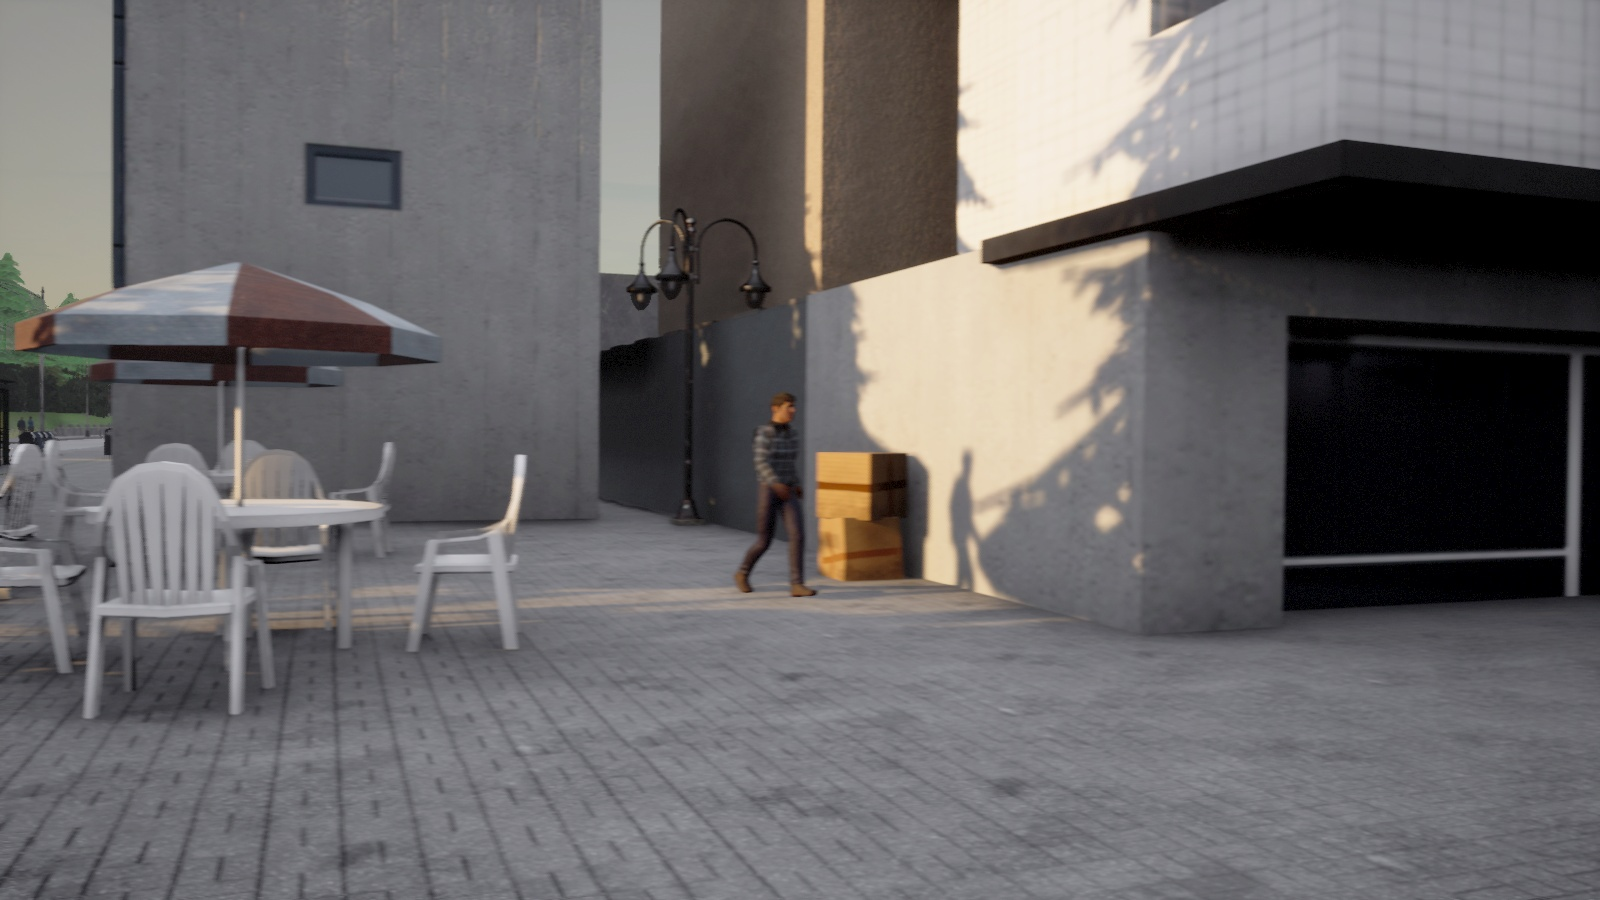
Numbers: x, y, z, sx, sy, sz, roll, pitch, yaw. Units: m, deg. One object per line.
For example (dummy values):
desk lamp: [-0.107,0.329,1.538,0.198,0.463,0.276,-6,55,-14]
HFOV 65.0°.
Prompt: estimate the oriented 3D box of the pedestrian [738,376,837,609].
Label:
pedestrian: [-0.116,0.351,10.962,0.423,1.949,0.788,-1,1,-43]
